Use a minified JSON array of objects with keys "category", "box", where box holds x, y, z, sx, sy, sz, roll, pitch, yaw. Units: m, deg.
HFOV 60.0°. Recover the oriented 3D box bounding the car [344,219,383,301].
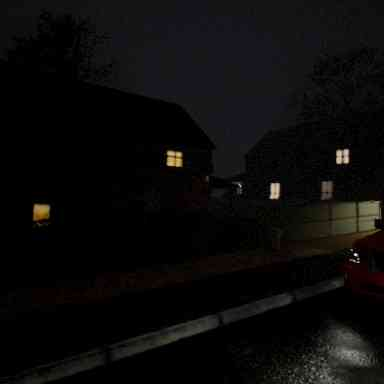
[{"category":"car","box":[5.570,1.161,7.145,5.566,2.045,2.150,-1,0,-36]}]
